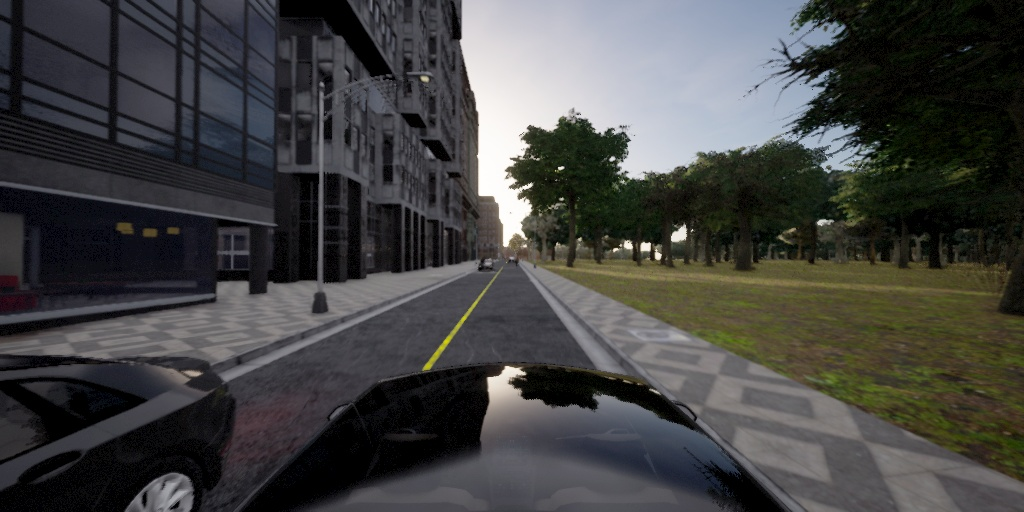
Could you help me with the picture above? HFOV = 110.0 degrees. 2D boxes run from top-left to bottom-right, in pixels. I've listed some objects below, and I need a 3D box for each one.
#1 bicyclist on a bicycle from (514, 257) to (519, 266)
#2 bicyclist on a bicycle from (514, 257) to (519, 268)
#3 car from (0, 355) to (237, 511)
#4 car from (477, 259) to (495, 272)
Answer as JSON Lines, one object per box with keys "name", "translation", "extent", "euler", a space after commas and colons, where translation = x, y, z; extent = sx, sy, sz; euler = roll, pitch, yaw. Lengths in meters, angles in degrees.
{"name": "bicyclist on a bicycle", "translation": [0.810, 0.996, 62.821], "extent": [0.866, 1.612, 1.509], "euler": [0, 0, 0]}
{"name": "bicyclist on a bicycle", "translation": [0.813, 1.032, 53.567], "extent": [0.582, 1.620, 1.656], "euler": [0, 0, 0]}
{"name": "car", "translation": [-3.100, 1.259, 0.822], "extent": [1.837, 1.490, 4.892], "euler": [0, 0, 0]}
{"name": "car", "translation": [-3.090, 1.110, 43.505], "extent": [1.837, 1.490, 4.892], "euler": [0, 0, 0]}
